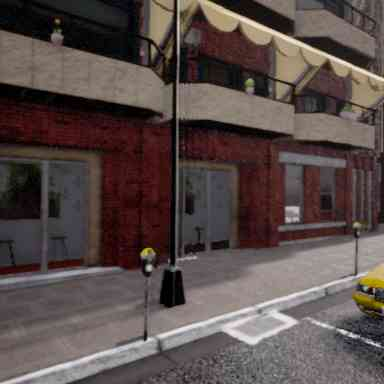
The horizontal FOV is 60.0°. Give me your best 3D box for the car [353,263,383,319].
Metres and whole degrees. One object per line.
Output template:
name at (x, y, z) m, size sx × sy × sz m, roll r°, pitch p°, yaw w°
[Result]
car at (4.854, 1.419, 6.189) m, size 4.829 × 1.417 × 1.752 m, roll -1°, pitch 2°, yaw -36°
